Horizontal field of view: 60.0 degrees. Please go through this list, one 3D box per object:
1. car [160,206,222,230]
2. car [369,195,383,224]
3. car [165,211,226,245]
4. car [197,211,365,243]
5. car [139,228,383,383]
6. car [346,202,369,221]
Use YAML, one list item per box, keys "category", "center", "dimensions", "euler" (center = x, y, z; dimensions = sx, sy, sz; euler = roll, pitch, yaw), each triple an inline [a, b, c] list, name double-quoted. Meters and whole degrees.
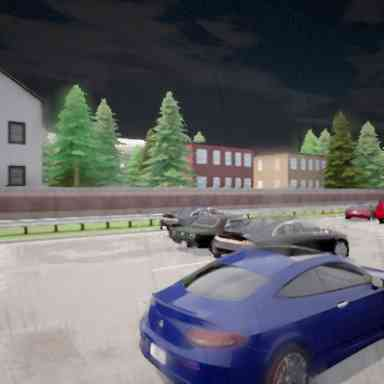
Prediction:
- category: "car"
  center: [0.679, 1.476, 17.126]
  dimensions: [4.902, 1.511, 2.128]
  euler: [0, 0, -35]
- category: "car"
  center: [14.847, 1.184, 22.930]
  dimensions: [5.566, 2.045, 2.150]
  euler: [0, 0, -35]
- category: "car"
  center: [1.524, 1.588, 13.430]
  dimensions: [4.718, 1.301, 1.895]
  euler: [0, 0, -35]
- category: "car"
  center: [2.831, 1.480, 10.063]
  dimensions: [4.902, 1.511, 2.128]
  euler: [0, 0, -35]
- category: "car"
  center: [1.514, 1.520, 4.839]
  dimensions: [4.674, 1.442, 1.812]
  euler: [0, 0, -36]
- category: "car"
  center: [14.174, 1.524, 26.749]
  dimensions: [4.181, 1.385, 1.994]
  euler: [0, 0, -35]
